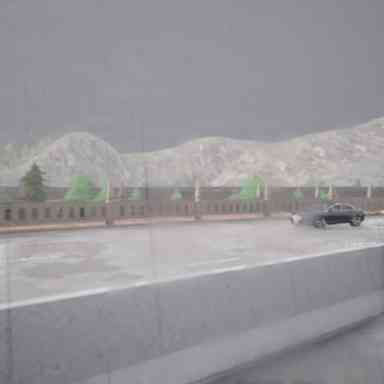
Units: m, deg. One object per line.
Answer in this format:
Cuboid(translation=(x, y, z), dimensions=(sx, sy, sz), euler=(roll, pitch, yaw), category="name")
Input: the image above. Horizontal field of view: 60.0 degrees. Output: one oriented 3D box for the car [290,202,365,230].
Cuboid(translation=(8.250, 1.389, 20.209), dimensions=(4.902, 1.511, 2.128), euler=(0, 0, -24), category="car")
